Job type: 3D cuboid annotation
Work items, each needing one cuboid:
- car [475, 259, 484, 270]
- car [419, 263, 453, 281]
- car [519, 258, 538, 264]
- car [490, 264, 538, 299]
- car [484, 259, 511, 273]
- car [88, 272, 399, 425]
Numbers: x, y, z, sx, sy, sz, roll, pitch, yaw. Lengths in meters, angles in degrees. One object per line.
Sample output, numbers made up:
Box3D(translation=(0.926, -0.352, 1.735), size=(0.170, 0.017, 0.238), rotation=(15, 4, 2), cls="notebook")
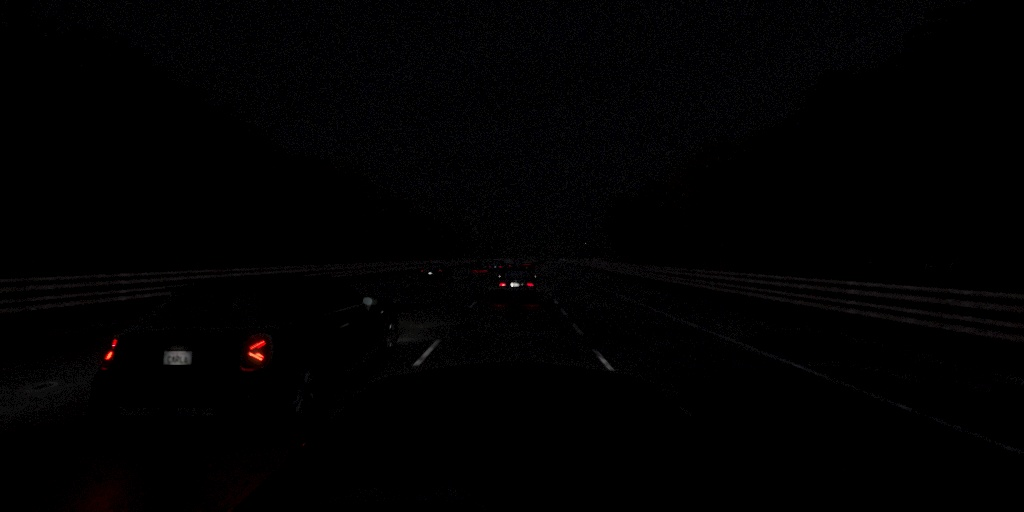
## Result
Box3D(translation=(-4.233, 1.248, 53.613), size=(2.128, 1.511, 4.902), rotation=(0, 0, 6), cls="car")
Box3D(translation=(-6.195, 1.295, 29.689), size=(1.994, 1.385, 4.181), rotation=(0, 0, 3), cls="car")
Box3D(translation=(2.041, 1.259, 46.066), size=(1.882, 1.535, 5.008), rotation=(0, 0, 5), cls="car")
Box3D(translation=(0.269, 1.304, 18.118), size=(2.033, 1.411, 5.357), rotation=(0, 0, 2), cls="car")
Box3D(translation=(-1.693, 1.309, 43.854), size=(2.033, 1.411, 5.357), rotation=(0, 0, 5), cls="car")
Box3D(translation=(-3.479, 1.085, 5.876), size=(2.097, 1.767, 4.553), rotation=(0, 0, 0), cls="car")
